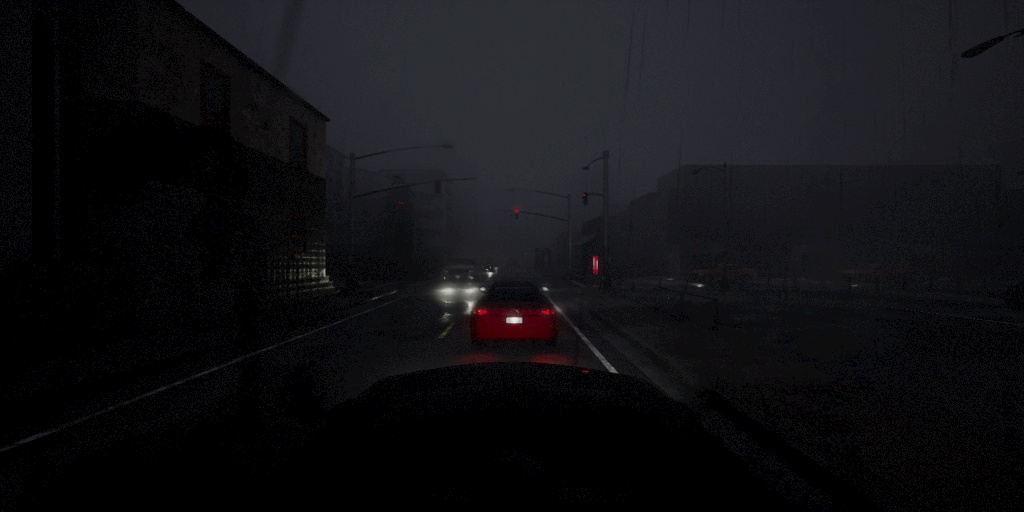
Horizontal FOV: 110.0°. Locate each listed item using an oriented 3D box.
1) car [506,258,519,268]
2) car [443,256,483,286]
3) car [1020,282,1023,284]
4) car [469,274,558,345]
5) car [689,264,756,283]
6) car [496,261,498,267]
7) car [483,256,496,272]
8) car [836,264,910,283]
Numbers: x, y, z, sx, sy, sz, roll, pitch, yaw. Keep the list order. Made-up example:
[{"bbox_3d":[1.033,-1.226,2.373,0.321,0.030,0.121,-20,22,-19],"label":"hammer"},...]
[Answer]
[{"bbox_3d":[0.115,1.102,62.640,2.097,1.767,4.553,0,0,0],"label":"car"},{"bbox_3d":[-3.597,1.047,26.399,2.150,2.045,5.566,0,0,0],"label":"car"},{"bbox_3d":[46.385,1.153,29.563,5.566,2.045,2.150,0,0,0],"label":"car"},{"bbox_3d":[0.064,1.314,9.508,1.994,1.385,4.181,0,0,0],"label":"car"},{"bbox_3d":[17.302,1.404,29.582,5.008,1.535,1.882,0,0,0],"label":"car"},{"bbox_3d":[-3.536,1.275,64.911,1.812,1.442,4.674,0,0,1],"label":"car"},{"bbox_3d":[-3.591,0.971,46.758,2.150,2.045,5.566,0,0,-1],"label":"car"},{"bbox_3d":[29.717,1.404,29.606,5.008,1.535,1.882,0,0,0],"label":"car"}]
